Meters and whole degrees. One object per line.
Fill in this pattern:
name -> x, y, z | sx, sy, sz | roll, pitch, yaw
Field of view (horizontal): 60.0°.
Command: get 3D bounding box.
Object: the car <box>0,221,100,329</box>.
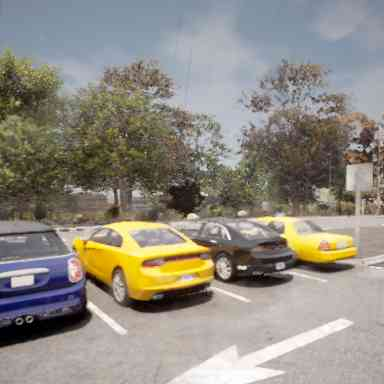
car -> -3.771, 1.356, 6.719 | 2.185, 1.767, 4.553 | 0, 0, -36

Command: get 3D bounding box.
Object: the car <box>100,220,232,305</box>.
car -> -1.526, 1.489, 8.353 | 2.097, 1.535, 5.008 | 0, 0, -36

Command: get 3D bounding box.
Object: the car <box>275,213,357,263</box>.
car -> 2.871, 1.527, 11.730 | 1.946, 1.575, 5.366 | 0, 0, -36

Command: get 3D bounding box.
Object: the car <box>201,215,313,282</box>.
car -> 0.729, 1.507, 9.965 | 2.231, 1.521, 4.892 | 0, 0, -36
